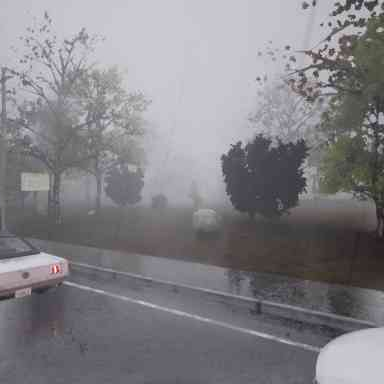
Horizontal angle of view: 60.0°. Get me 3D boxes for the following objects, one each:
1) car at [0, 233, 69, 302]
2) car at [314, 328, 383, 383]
[{"bbox_3d":[-4.968,1.601,7.534,4.718,1.301,1.895,0,0,36],"label":"car"},{"bbox_3d":[3.100,1.526,1.797,4.674,1.442,1.812,0,0,35],"label":"car"}]
